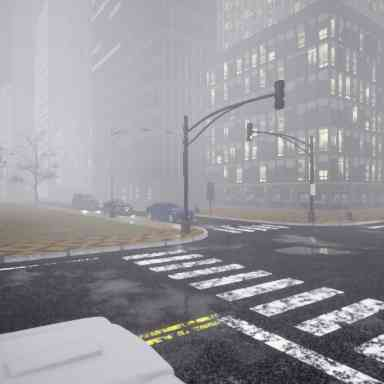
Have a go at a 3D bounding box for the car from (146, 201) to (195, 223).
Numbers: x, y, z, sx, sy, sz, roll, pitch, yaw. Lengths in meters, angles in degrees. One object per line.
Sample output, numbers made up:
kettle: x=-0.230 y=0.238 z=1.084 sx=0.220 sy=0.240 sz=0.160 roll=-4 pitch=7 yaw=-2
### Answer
car: x=-1.755 y=1.484 z=25.815 sx=1.882 sy=1.535 sz=5.008 roll=0 pitch=0 yaw=-36

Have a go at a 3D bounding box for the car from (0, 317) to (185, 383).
car: x=-2.245 y=1.601 z=1.841 sx=4.718 sy=1.301 sz=1.895 roll=0 pitch=0 yaw=-36

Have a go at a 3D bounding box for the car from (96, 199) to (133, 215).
car: x=-7.733 y=1.497 z=34.275 sx=2.128 sy=1.511 sz=4.902 roll=0 pitch=0 yaw=-35

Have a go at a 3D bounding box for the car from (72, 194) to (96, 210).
car: x=-13.821 y=1.227 z=42.916 sx=2.150 sy=2.045 sz=5.566 roll=0 pitch=0 yaw=-35
